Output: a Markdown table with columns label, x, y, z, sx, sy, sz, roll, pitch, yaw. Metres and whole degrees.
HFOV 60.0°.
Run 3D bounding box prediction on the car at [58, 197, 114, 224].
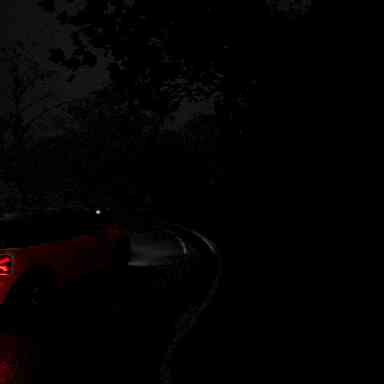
| label | x | y | z | sx | sy | sz | roll | pitch | yaw |
| --- | --- | --- | --- | --- | --- | --- | --- | --- | --- |
| car | -6.888 | 1.123 | 21.409 | 1.994 | 1.385 | 4.181 | 0 | 1 | -40 |

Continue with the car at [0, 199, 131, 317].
| label | x | y | z | sx | sy | sz | roll | pitch | yaw |
| --- | --- | --- | --- | --- | --- | --- | --- | --- | --- |
| car | -3.166 | 1.188 | 7.491 | 2.097 | 1.767 | 4.553 | 1 | 1 | 16 |
